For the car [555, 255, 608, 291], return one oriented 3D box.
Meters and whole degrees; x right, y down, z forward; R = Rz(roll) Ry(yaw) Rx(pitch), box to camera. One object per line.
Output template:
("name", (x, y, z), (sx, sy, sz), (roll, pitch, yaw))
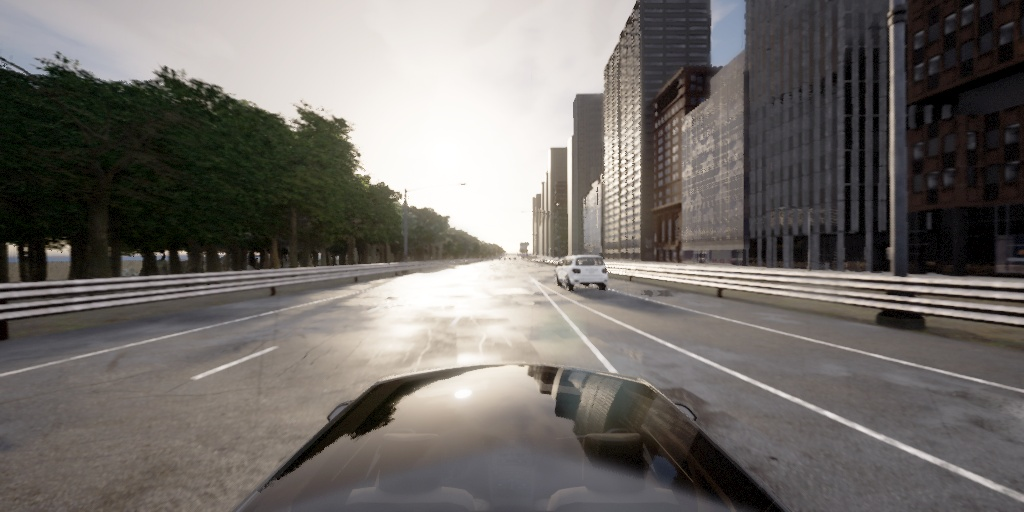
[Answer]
("car", (4.115, 0.969, 21.898), (2.150, 2.045, 5.566), (0, 0, -3))
